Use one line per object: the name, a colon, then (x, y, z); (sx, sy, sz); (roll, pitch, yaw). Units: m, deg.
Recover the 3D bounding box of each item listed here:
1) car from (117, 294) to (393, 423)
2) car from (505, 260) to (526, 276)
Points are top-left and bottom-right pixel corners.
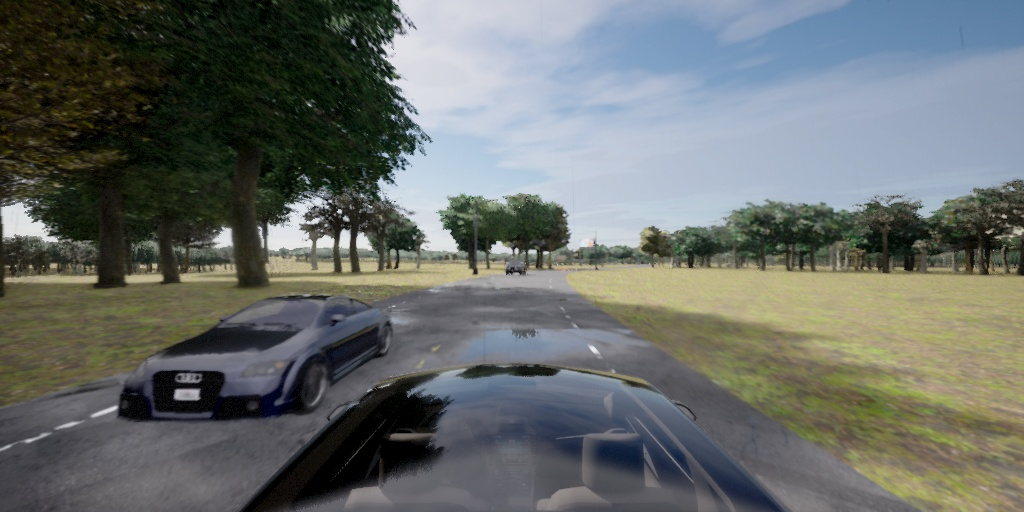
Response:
car: (-3.522, 1.345, 5.913); (1.994, 1.385, 4.181); (0, -1, 1)
car: (0.551, 1.595, 49.045); (2.150, 2.045, 5.566); (0, -1, 10)
